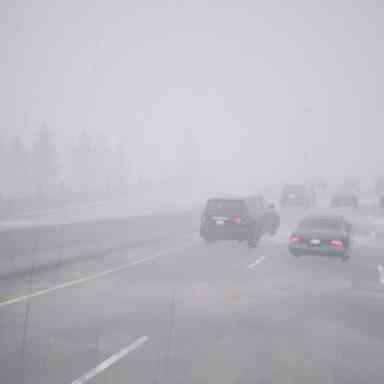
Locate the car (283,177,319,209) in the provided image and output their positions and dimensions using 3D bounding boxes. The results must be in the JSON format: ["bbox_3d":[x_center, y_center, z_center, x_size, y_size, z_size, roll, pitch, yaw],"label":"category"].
[{"bbox_3d":[8.893,0.220,27.741,2.150,2.045,5.566,0,6,28],"label":"car"}]

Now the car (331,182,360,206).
[{"bbox_3d":[12.419,0.382,26.926,1.882,1.535,5.008,0,5,28],"label":"car"}]

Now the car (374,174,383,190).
[{"bbox_3d":[21.387,-1.228,36.729,2.097,1.767,4.553,0,7,28],"label":"car"}]

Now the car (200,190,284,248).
[{"bbox_3d":[2.297,1.138,14.909,2.150,2.045,5.566,0,2,28],"label":"car"}]

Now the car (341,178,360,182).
[{"bbox_3d":[17.899,-0.928,37.626,2.033,1.411,5.357,0,7,27],"label":"car"}]

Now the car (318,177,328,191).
[{"bbox_3d":[15.073,-1.052,39.767,2.128,1.511,4.902,0,7,28],"label":"car"}]

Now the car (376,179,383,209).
[{"bbox_3d":[15.755,0.203,25.751,2.097,1.767,4.553,0,6,28],"label":"car"}]

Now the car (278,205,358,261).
[{"bbox_3d":[4.925,1.489,12.384,2.033,1.411,5.357,0,2,28],"label":"car"}]
